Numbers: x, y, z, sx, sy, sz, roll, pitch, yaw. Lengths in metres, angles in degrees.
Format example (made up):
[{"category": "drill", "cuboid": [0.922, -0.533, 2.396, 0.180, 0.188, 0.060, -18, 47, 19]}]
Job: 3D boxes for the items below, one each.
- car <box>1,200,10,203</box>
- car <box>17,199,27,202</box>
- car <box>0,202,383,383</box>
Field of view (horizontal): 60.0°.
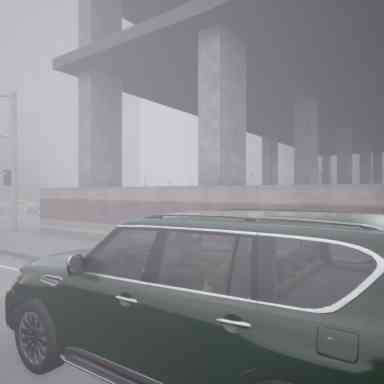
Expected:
[{"category": "car", "cuboid": [-18.380, 1.533, 33.815, 1.882, 1.535, 5.008, 0, 0, 36]}, {"category": "car", "cuboid": [-14.331, 1.547, 33.461, 2.128, 1.511, 4.902, 0, 0, 36]}, {"category": "car", "cuboid": [0.066, 1.221, 3.937, 5.566, 2.045, 2.150, 0, 0, 36]}]
